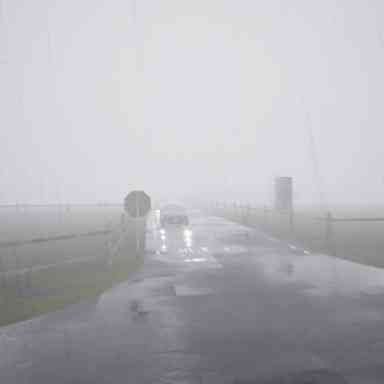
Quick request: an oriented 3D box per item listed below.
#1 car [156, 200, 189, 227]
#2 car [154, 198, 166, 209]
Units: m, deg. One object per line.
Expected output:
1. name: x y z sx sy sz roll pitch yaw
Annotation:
1. car: -1.351 1.582 23.787 1.882 1.535 5.008 0 0 -7
2. car: -4.369 1.599 47.183 2.128 1.511 4.902 0 0 -7
